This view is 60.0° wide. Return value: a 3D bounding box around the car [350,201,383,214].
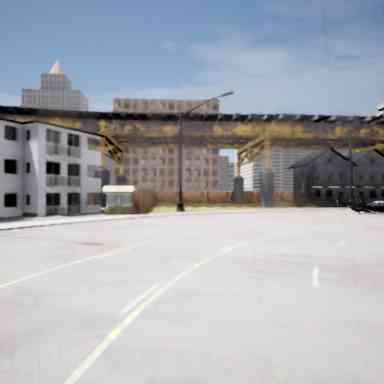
[{"bbox_3d":[19.747,1.675,35.863,4.718,1.301,1.895,0,0,-8],"label":"car"}]
